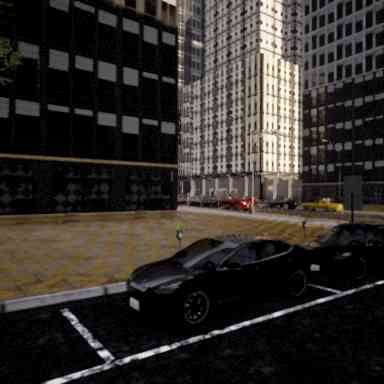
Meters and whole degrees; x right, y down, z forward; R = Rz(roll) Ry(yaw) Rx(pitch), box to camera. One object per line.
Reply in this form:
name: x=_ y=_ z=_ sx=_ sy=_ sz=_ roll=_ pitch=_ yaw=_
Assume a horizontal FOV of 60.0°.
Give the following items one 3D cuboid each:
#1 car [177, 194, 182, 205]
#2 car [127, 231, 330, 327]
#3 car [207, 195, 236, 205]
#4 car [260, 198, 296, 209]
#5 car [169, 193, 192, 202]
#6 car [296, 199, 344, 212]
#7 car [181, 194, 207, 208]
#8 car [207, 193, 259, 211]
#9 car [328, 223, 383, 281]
car: x=-2.298 y=1.090 z=45.352 sx=1.887 sy=1.381 sz=4.507 roll=2 pitch=0 yaw=-36
car: x=0.769 y=1.609 z=7.109 sx=4.313 sy=1.339 sz=1.947 roll=1 pitch=-1 yaw=-35
car: x=4.463 y=1.163 z=50.301 sx=1.947 sy=1.339 sz=4.313 roll=2 pitch=0 yaw=-36
car: x=11.090 y=1.374 z=41.224 sx=1.947 sy=1.339 sz=4.313 roll=2 pitch=0 yaw=-36
car: x=-2.163 y=0.953 z=59.380 sx=1.947 sy=1.339 sz=4.313 roll=2 pitch=0 yaw=-36
car: x=14.372 y=1.437 z=36.876 sx=1.752 sy=1.417 sz=4.829 roll=2 pitch=0 yaw=-36
car: x=1.014 y=1.217 z=40.814 sx=1.947 sy=1.339 sz=4.313 roll=2 pitch=0 yaw=-36
car: x=4.335 y=1.071 z=36.275 sx=2.192 sy=1.841 sz=5.009 roll=2 pitch=0 yaw=-36
car: x=5.040 y=1.658 z=10.155 sx=4.313 sy=1.339 sz=1.947 roll=1 pitch=-1 yaw=-35
